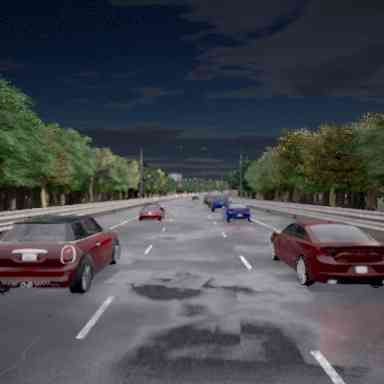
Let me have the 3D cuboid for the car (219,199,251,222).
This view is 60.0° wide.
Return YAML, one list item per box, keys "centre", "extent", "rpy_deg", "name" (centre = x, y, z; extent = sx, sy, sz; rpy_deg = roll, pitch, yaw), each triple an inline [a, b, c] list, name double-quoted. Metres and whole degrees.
- centre: [3.599, 1.613, 27.501]
  extent: [1.882, 1.535, 5.008]
  rpy_deg: [0, -1, 0]
  name: "car"

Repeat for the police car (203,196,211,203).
- centre: [3.856, 1.850, 85.620]
  extent: [1.930, 1.638, 5.238]
  rpy_deg: [0, 0, 1]
  name: "police car"

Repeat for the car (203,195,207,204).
- centre: [3.521, 1.791, 63.661]
  extent: [1.882, 1.535, 5.008]
  rpy_deg: [0, 0, 0]
  name: "car"

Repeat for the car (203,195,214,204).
- centre: [3.638, 1.590, 74.617]
  extent: [2.150, 2.045, 5.566]
  rpy_deg: [0, 0, 1]
  name: "car"

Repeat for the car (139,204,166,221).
- centre: [-3.402, 1.707, 29.067]
  extent: [1.994, 1.385, 4.181]
  rpy_deg: [0, 0, 0]
  name: "car"

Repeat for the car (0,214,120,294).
- centre: [-3.400, 1.396, 9.082]
  extent: [2.097, 1.767, 4.553]
  rpy_deg: [0, 0, 0]
  name: "car"

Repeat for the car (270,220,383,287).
- centre: [3.600, 1.525, 9.540]
  extent: [1.882, 1.535, 5.008]
  rpy_deg: [0, -1, 0]
  name: "car"

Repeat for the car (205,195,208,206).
- centre: [3.497, 1.736, 52.711]
  extent: [1.882, 1.535, 5.008]
  rpy_deg: [0, 0, 0]
  name: "car"

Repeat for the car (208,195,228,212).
- centre: [3.498, 1.426, 41.737]
  extent: [2.150, 2.045, 5.566]
  rpy_deg: [0, 0, 0]
  name: "car"
